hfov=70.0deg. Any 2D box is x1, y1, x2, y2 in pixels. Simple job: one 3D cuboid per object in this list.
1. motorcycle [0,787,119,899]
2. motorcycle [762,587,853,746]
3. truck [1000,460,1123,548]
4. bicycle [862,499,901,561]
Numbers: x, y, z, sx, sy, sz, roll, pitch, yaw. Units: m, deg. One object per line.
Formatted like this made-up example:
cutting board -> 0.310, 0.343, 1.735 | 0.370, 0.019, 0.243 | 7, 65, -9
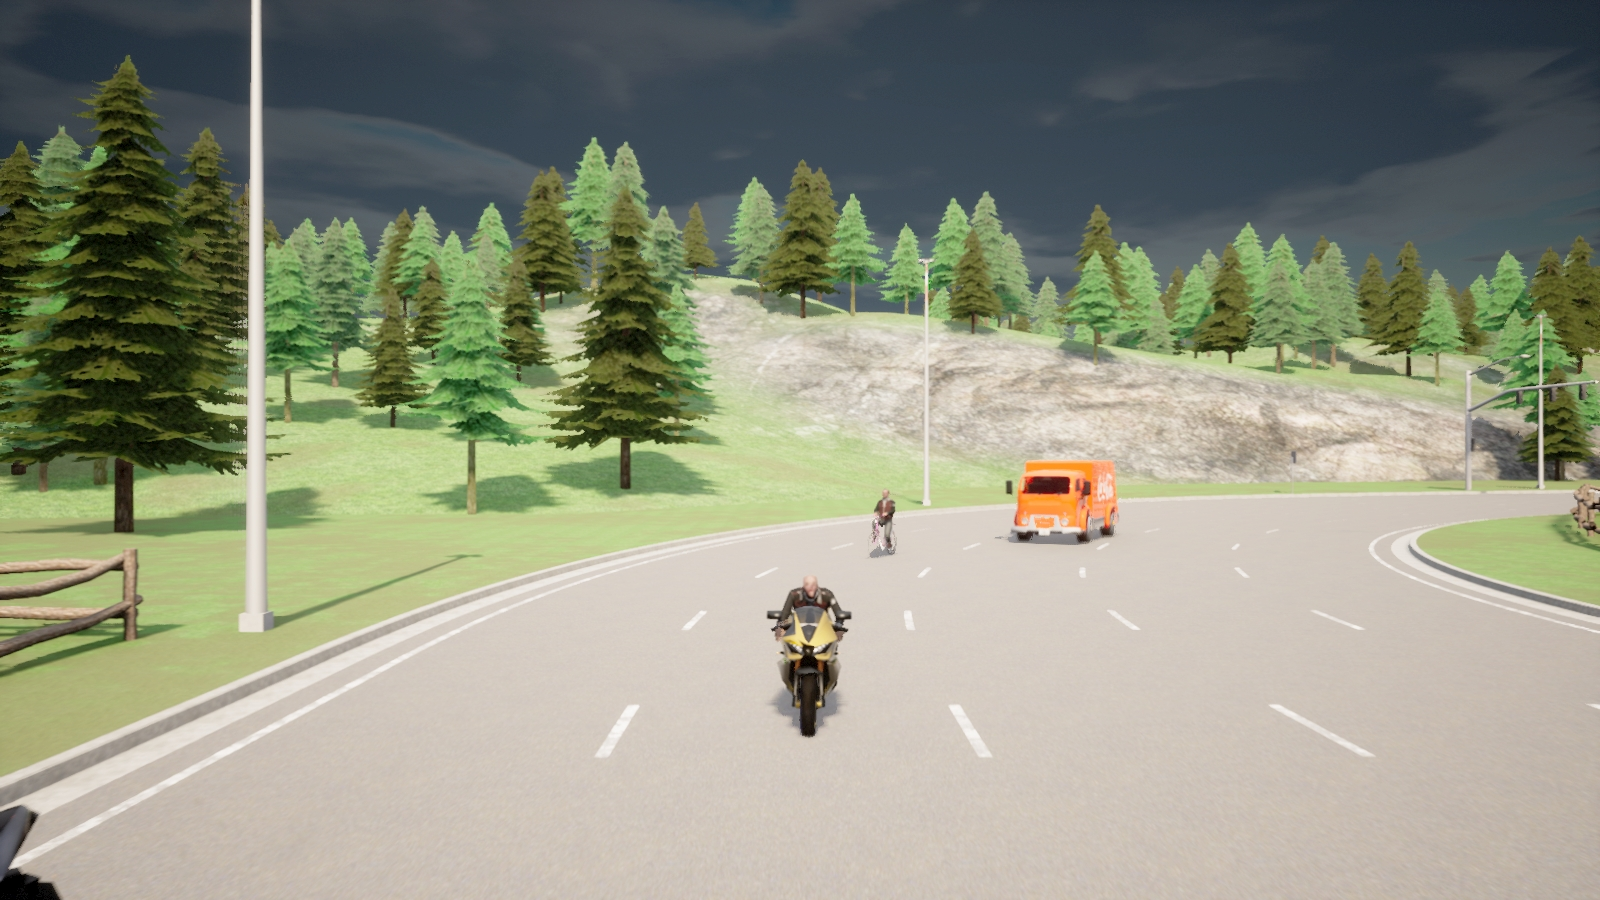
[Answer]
motorcycle -> -3.607, 2.201, 4.225 | 0.867, 1.251, 2.209 | 0, 0, 0
motorcycle -> 0.105, 2.196, 11.998 | 0.867, 1.251, 2.209 | 0, 0, 2
truck -> 8.175, 1.545, 35.309 | 2.627, 2.467, 5.204 | 0, 0, 26
bicycle -> 2.117, 2.040, 29.453 | 0.329, 1.471, 1.835 | 0, 0, 27
